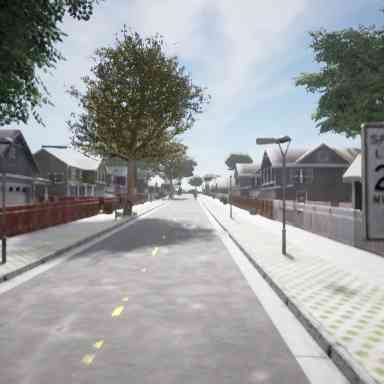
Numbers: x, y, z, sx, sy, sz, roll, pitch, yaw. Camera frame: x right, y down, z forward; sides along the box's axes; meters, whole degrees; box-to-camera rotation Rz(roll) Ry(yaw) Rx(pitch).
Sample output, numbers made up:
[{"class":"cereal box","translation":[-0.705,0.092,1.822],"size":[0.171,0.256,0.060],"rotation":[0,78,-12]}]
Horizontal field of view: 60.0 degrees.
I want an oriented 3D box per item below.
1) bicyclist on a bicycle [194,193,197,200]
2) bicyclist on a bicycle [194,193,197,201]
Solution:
[{"class":"bicyclist on a bicycle","translation":[0.770,1.102,79.638],"size":[0.582,1.620,1.656],"rotation":[1,0,0]},{"class":"bicyclist on a bicycle","translation":[0.762,1.154,70.632],"size":[0.582,1.620,1.656],"rotation":[0,0,0]}]
